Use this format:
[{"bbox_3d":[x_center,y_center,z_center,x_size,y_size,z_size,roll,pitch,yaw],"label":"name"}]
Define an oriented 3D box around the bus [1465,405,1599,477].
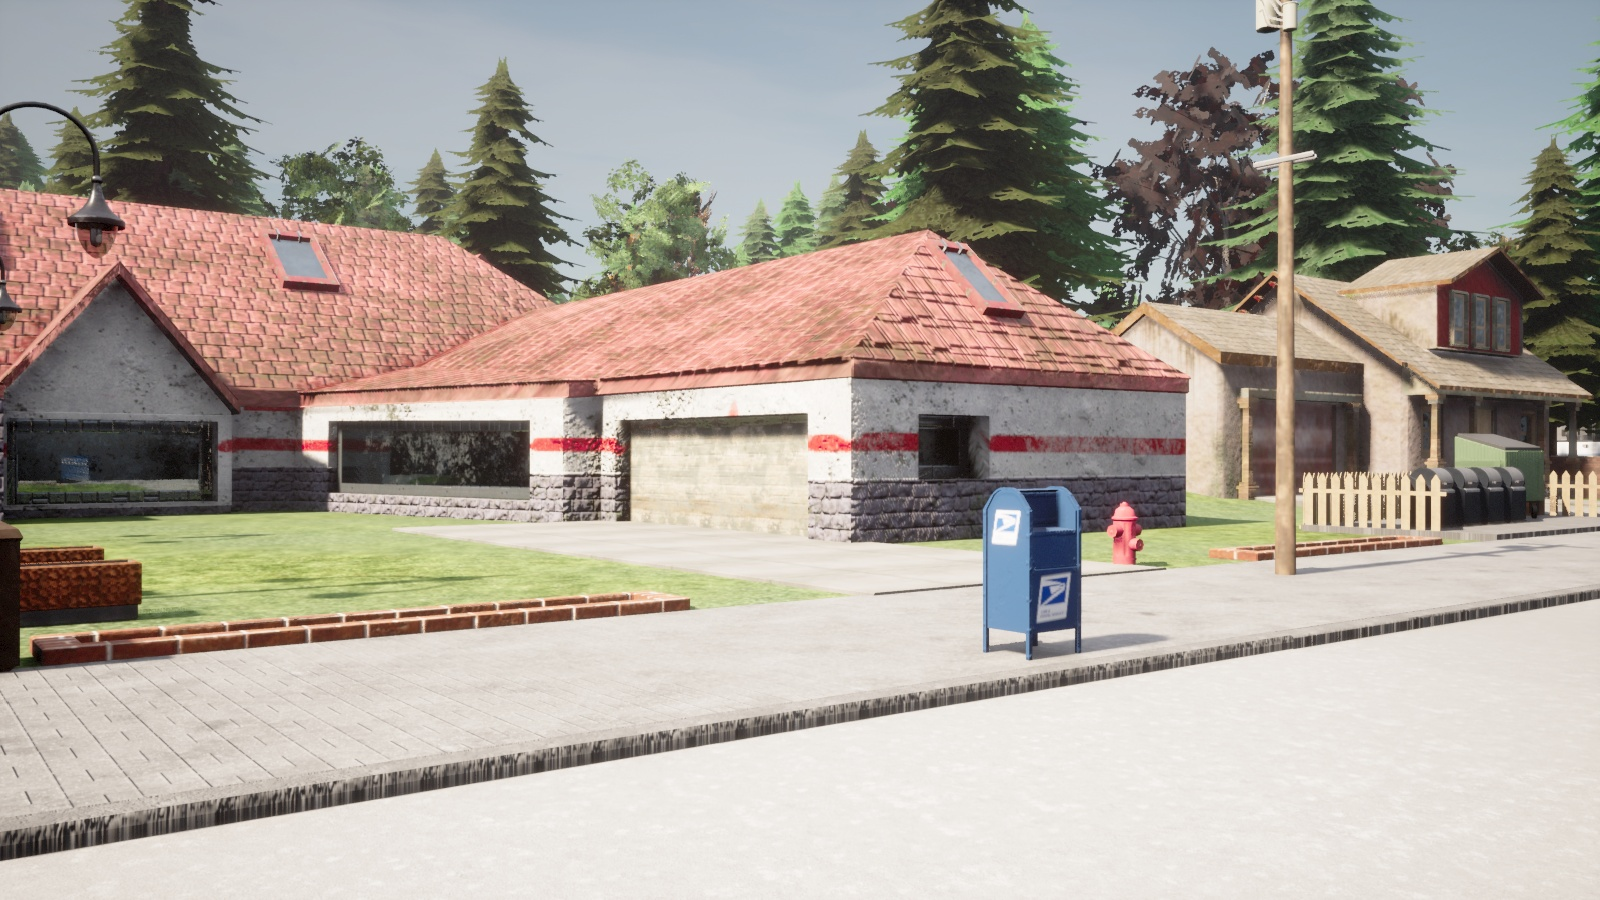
[{"bbox_3d":[47.497,-0.542,77.922,3.944,4.253,10.273,0,0,-37],"label":"bus"}]
